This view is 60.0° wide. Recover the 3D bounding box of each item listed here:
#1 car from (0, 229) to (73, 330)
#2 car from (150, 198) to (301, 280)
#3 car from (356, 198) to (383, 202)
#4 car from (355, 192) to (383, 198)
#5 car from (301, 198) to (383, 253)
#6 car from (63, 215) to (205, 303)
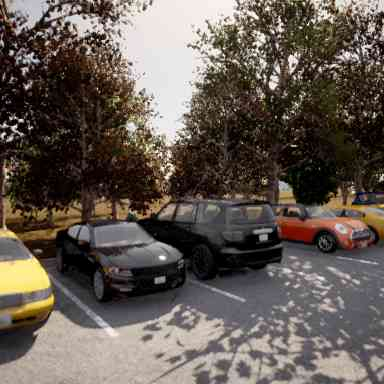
[{"bbox_3d":[-4.244,1.472,6.805,1.946,1.575,5.366,0,0,-35],"label":"car"},{"bbox_3d":[0.172,1.199,10.217,2.435,2.045,5.566,-1,0,-35],"label":"car"},{"bbox_3d":[9.261,1.301,16.893,1.946,1.575,5.366,-1,1,-35],"label":"car"},{"bbox_3d":[11.649,1.007,18.334,2.435,2.045,5.566,-1,1,-35],"label":"car"},{"bbox_3d":[4.715,1.267,13.461,2.185,1.767,4.553,-1,0,-35],"label":"car"},{"bbox_3d":[-2.084,1.467,8.580,2.097,1.535,5.008,0,0,-36],"label":"car"}]
